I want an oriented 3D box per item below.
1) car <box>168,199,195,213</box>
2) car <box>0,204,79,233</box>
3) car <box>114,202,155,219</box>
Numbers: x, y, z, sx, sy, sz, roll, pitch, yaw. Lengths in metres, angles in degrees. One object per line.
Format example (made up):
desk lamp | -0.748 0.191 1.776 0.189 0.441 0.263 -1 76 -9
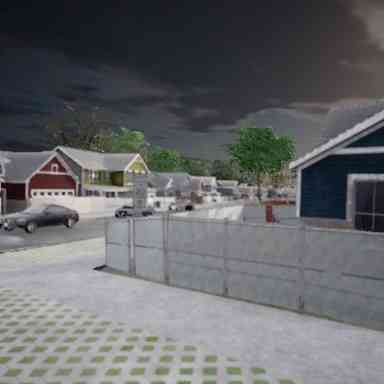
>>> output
car | -1.166 1.555 37.960 2.128 1.511 4.902 2 0 19
car | -8.584 1.431 19.245 1.812 1.442 4.674 2 0 23
car | -4.791 1.549 28.303 1.994 1.385 4.181 2 0 21
